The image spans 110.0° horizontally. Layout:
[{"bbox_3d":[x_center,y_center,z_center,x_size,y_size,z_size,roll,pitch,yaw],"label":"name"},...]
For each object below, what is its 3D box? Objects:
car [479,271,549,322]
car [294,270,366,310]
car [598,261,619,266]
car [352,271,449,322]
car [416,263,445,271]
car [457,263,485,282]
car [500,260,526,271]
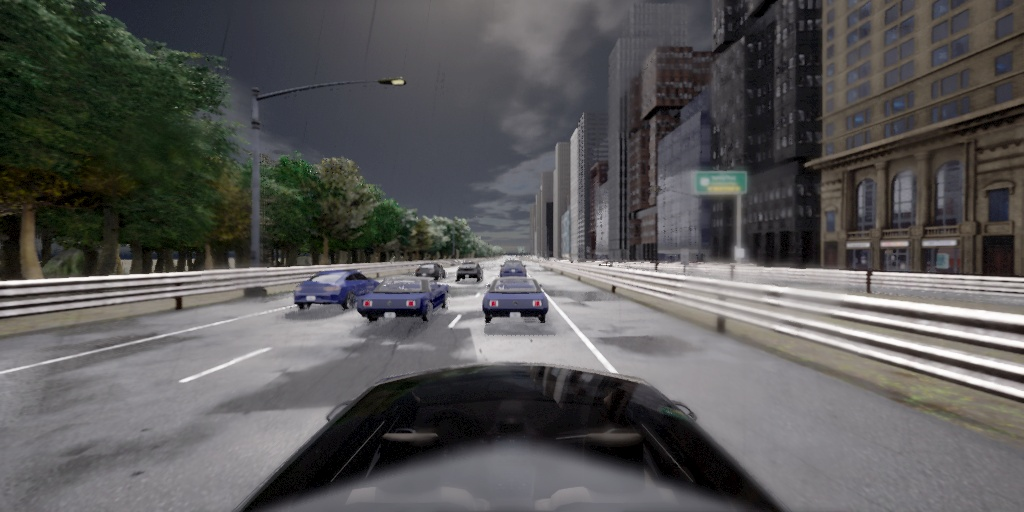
[{"bbox_3d":[0.097,1.361,12.239,1.895,1.301,4.718,0,0,0],"label":"car"},{"bbox_3d":[-6.902,1.288,14.614,1.812,1.442,4.674,0,0,0],"label":"car"},{"bbox_3d":[15.361,1.500,57.502,1.994,1.385,4.181,0,0,-18],"label":"car"},{"bbox_3d":[-3.402,1.360,12.234,1.895,1.301,4.718,0,0,0],"label":"car"},{"bbox_3d":[-6.906,1.307,30.525,1.812,1.442,4.674,0,0,0],"label":"car"},{"bbox_3d":[-3.403,1.285,29.621,1.837,1.490,4.892,0,0,0],"label":"car"},{"bbox_3d":[0.097,1.132,29.244,2.097,1.767,4.553,0,0,0],"label":"car"}]
